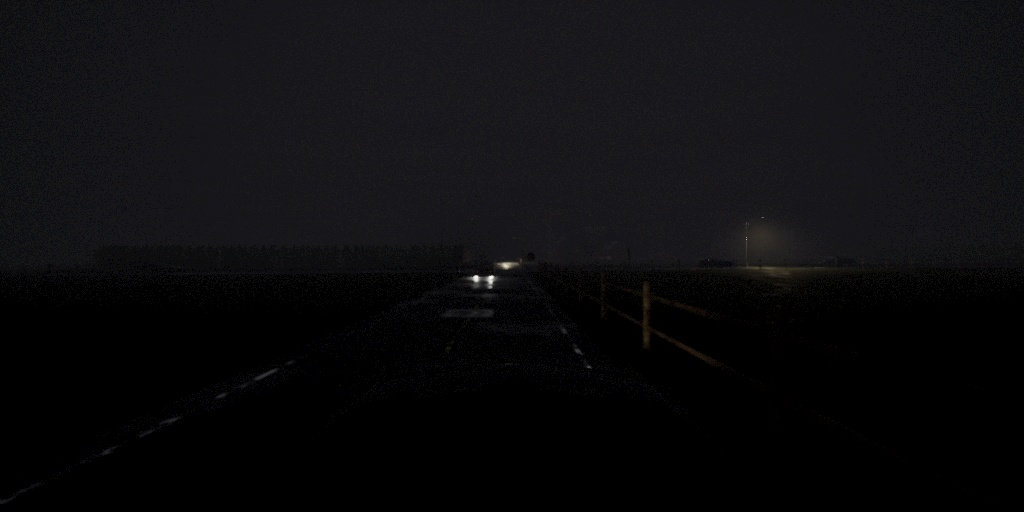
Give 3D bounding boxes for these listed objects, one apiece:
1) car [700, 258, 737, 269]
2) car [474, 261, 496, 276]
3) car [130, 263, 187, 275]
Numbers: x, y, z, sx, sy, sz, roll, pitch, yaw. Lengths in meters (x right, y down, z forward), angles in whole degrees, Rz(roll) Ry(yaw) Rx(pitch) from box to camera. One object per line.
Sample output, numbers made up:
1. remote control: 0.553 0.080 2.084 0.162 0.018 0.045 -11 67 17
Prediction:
1. car: 29.252 1.028 50.758 5.008 1.535 1.882 0 0 -5
2. car: -2.743 1.250 37.346 1.837 1.490 4.892 0 0 0
3. car: -44.024 1.560 44.664 5.357 1.411 2.033 0 0 -5
